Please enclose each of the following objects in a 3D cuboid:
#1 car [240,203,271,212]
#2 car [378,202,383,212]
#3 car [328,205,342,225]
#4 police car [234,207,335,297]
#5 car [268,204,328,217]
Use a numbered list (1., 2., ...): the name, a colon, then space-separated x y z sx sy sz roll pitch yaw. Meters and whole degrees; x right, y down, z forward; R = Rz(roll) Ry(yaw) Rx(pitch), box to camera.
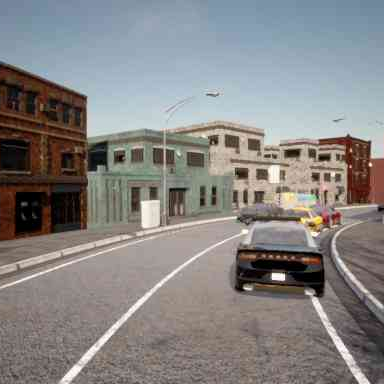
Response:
1. car: 5.268 1.528 24.836 2.033 1.411 5.357 1 0 35
2. car: 24.019 1.683 40.135 4.181 1.385 1.994 0 1 -44
3. car: 8.673 1.557 22.225 1.812 1.442 4.674 1 0 36
4. police car: 2.316 1.428 8.885 1.930 1.638 5.238 0 0 15
5. car: 5.783 1.471 17.631 1.801 1.575 5.366 1 0 28
